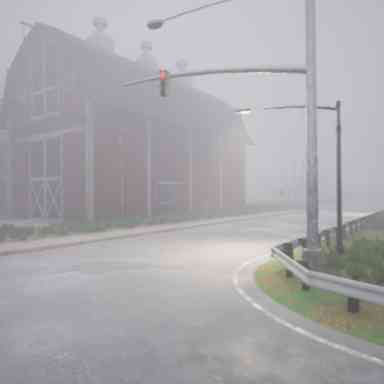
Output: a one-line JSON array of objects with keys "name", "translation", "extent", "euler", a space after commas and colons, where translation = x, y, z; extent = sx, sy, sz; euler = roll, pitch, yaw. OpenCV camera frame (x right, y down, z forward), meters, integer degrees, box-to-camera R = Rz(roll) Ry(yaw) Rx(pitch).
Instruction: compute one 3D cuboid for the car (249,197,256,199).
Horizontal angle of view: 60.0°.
[{"name": "car", "translation": [15.829, 1.929, 86.998], "extent": [1.784, 1.438, 3.905], "euler": [-1, 0, 36]}]
